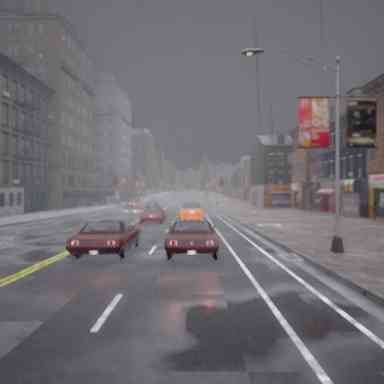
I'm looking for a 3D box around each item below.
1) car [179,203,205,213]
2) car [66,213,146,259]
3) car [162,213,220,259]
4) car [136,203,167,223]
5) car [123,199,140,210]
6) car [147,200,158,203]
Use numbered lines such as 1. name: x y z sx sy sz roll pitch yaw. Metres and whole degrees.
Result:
1. car: 0.010 1.697 28.427 2.097 1.767 4.553 0 -1 0
2. car: -3.240 1.748 13.251 1.895 1.301 4.718 0 -1 0
3. car: 0.010 1.748 13.260 1.895 1.301 4.718 0 -1 0
4. car: -3.237 1.913 28.622 1.994 1.385 4.181 0 -1 0
5. car: -9.845 1.956 54.434 2.097 1.767 4.553 0 -1 0
6. car: -6.598 2.097 54.909 2.128 1.511 4.902 0 0 0
